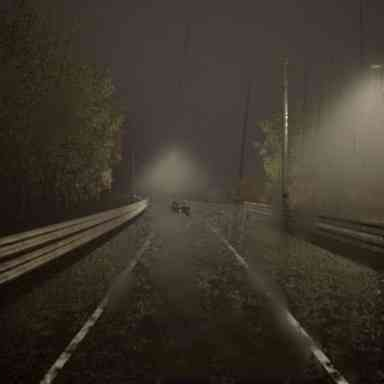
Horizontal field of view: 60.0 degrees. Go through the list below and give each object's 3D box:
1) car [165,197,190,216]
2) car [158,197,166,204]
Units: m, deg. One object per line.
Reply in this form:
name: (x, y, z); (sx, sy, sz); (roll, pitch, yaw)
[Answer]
car: (-1.291, 1.506, 33.109); (2.128, 1.511, 4.902); (0, 0, -5)
car: (-5.543, 1.577, 64.975); (1.994, 1.385, 4.181); (0, 0, -10)
